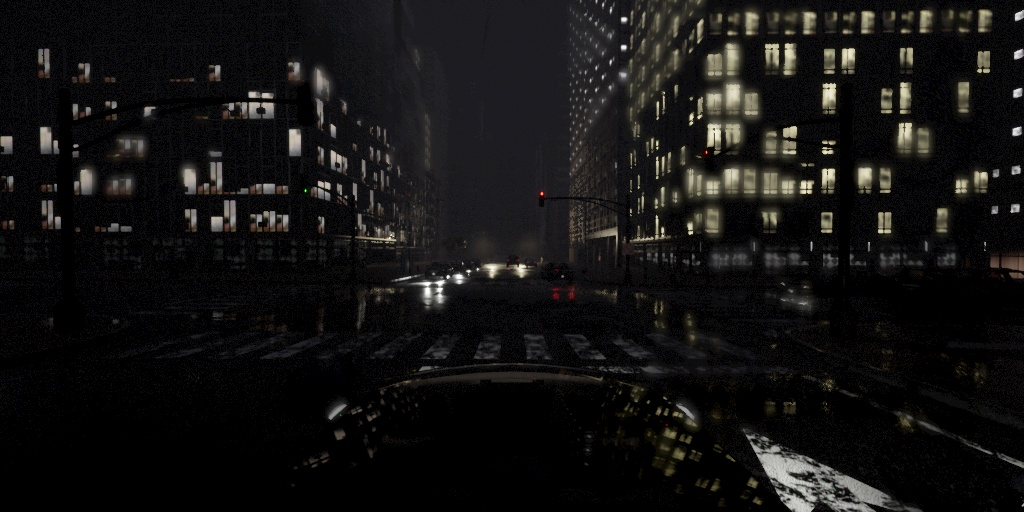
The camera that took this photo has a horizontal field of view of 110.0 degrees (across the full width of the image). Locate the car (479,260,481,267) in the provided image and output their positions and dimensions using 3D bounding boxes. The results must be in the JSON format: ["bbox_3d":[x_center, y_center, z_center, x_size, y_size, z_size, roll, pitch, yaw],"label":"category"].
[{"bbox_3d":[-6.398,1.182,61.726,1.882,1.535,5.008,0,0,1],"label":"car"}]

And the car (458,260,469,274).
[{"bbox_3d":[-6.496,1.327,41.615,1.895,1.301,4.718,0,0,0],"label":"car"}]

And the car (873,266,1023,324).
[{"bbox_3d":[16.219,1.281,12.419,5.009,1.841,2.192,0,0,1],"label":"car"}]

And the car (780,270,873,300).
[{"bbox_3d":[16.890,1.428,18.184,5.357,1.411,2.033,1,1,1],"label":"car"}]

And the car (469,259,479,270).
[{"bbox_3d":[-6.461,1.264,51.385,2.033,1.411,5.357,0,0,0],"label":"car"}]

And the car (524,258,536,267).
[{"bbox_3d":[3.417,1.229,63.238,1.812,1.442,4.674,0,0,0],"label":"car"}]

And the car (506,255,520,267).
[{"bbox_3d":[0.165,0.925,62.860,2.150,2.045,5.566,0,0,0],"label":"car"}]

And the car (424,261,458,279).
[{"bbox_3d":[-6.522,1.225,32.333,2.128,1.511,4.902,0,0,0],"label":"car"}]

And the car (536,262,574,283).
[{"bbox_3d":[3.440,1.228,27.764,2.128,1.511,4.902,0,0,-4],"label":"car"}]
